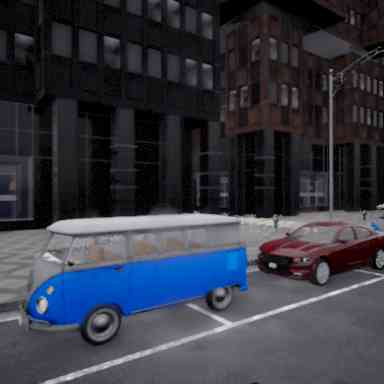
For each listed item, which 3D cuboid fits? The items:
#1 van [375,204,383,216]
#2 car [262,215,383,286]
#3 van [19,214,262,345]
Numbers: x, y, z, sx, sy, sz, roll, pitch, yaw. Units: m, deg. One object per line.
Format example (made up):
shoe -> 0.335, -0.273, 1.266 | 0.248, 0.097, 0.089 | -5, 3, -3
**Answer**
van -> 8.361, 1.297, 12.583 | 3.998, 1.788, 1.690 | 0, 0, -35
car -> 3.783, 1.518, 9.329 | 4.507, 1.381, 1.887 | 0, 0, -35
van -> -0.797, 1.332, 6.073 | 3.998, 1.788, 1.690 | 0, 0, -35
